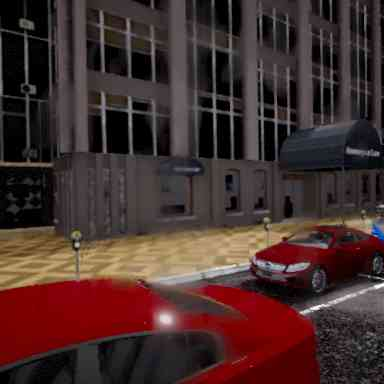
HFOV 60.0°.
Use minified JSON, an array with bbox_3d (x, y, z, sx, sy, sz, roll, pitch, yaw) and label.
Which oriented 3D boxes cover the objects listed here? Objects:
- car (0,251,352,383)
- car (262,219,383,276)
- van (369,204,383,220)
[{"bbox_3d":[-1.214,1.476,2.206,5.008,1.535,1.882,0,0,-36],"label":"car"},{"bbox_3d":[3.350,1.533,8.505,4.206,1.307,1.802,0,-1,-36],"label":"car"},{"bbox_3d":[7.944,1.256,11.788,3.998,1.788,1.690,0,-1,-36],"label":"van"}]
